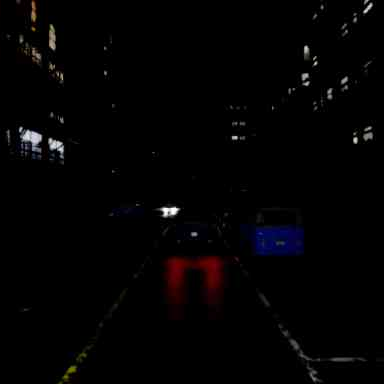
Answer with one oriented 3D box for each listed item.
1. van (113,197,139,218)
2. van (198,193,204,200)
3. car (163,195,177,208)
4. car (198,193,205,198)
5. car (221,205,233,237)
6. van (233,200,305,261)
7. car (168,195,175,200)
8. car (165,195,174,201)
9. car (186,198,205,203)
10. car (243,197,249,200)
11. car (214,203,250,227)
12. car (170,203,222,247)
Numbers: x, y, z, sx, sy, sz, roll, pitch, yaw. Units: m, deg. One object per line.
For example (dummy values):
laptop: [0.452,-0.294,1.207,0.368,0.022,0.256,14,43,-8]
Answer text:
van: [-5.696,1.297,28.928,1.690,1.788,3.998,0,0,0]
van: [2.657,1.280,95.243,1.690,1.788,3.998,0,0,0]
car: [-3.089,1.431,47.239,2.128,1.511,4.902,0,0,0]
car: [2.658,1.481,89.612,1.887,1.381,4.507,0,0,0]
car: [2.688,1.537,17.609,1.947,1.339,4.313,0,0,0]
van: [2.692,1.320,11.947,1.690,1.788,3.998,0,0,0]
car: [-5.724,1.464,95.070,1.752,1.417,4.829,0,0,0]
car: [-5.720,1.499,83.979,1.947,1.339,4.313,0,0,0]
car: [0.063,1.519,29.510,1.994,1.385,4.181,0,0,0]
car: [13.438,1.530,71.664,5.009,1.841,2.192,1,-1,-1]
car: [2.686,1.529,23.272,1.947,1.339,4.313,0,0,0]
car: [0.070,1.453,14.947,1.882,1.535,5.008,0,-1,0]
